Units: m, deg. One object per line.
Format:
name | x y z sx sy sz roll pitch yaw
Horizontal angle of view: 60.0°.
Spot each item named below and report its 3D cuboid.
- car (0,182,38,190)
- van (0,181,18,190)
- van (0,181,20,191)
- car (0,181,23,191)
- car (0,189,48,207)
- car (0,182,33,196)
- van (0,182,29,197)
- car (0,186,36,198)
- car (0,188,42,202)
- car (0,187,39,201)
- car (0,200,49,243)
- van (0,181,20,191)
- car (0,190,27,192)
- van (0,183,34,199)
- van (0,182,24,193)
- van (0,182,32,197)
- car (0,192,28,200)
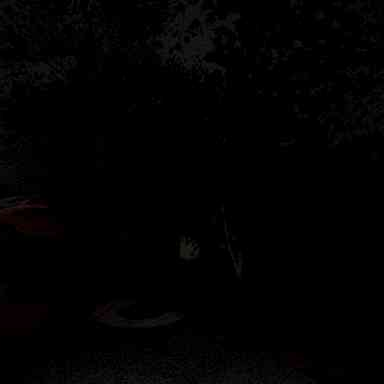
car | -15.117 0.387 29.487 5.566 2.045 2.435 1 2 -30
van | -43.089 -1.475 77.420 4.442 1.987 1.878 1 1 -30
van | -40.105 -1.292 72.741 4.442 1.987 1.878 1 1 -30
car | -38.840 -1.230 70.272 5.566 2.045 2.435 1 1 -30
car | -16.563 0.553 31.860 4.792 1.488 2.163 1 2 -30
car | -27.662 -0.507 51.004 5.566 2.045 2.435 1 1 -30
van | -26.351 -0.393 48.565 4.442 1.987 1.878 1 1 -30
car | -23.474 0.014 43.841 5.008 1.535 2.097 1 1 -30
car | -19.354 0.330 36.785 4.792 1.488 2.163 1 2 -30
car | -20.677 0.232 39.067 4.792 1.488 2.163 1 1 -30
car | -6.886 1.316 15.218 5.008 1.535 2.097 1 2 -30
van | -41.431 -1.377 75.027 4.442 1.987 1.878 1 1 -30
car | -12.534 0.860 24.598 5.366 1.575 1.946 1 2 -30
van | -22.168 -0.120 41.371 4.442 1.987 1.878 1 1 -30
van | -34.548 -0.932 63.161 4.442 1.987 1.878 1 1 -30
van | -24.760 -0.300 46.287 4.442 1.987 1.878 1 1 -30
car | -8.239 1.077 17.628 4.553 1.767 2.185 1 2 -30
